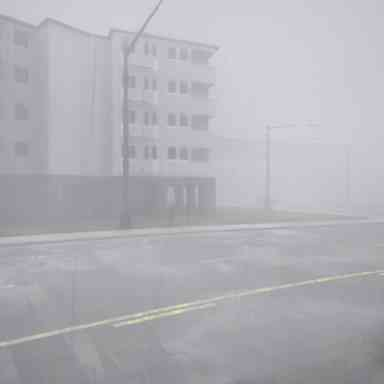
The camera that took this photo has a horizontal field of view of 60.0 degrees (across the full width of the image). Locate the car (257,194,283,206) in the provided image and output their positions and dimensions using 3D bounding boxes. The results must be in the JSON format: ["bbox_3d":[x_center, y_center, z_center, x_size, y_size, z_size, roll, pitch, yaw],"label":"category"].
[{"bbox_3d":[12.619,1.477,55.620,1.882,1.535,5.008,-1,0,-16],"label":"car"}]
